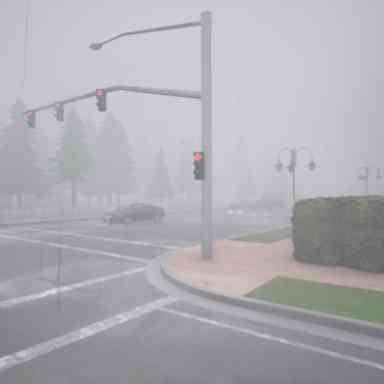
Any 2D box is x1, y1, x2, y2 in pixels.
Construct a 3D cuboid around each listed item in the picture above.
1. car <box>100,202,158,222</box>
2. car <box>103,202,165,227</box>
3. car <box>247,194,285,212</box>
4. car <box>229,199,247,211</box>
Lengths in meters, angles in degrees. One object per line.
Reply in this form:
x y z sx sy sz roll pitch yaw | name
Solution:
-5.192 1.607 27.954 1.812 1.442 4.674 0 0 38 | car
-4.039 1.557 23.809 2.128 1.511 4.902 0 0 38 | car
9.391 1.287 40.610 2.150 2.045 5.566 0 -1 39 | car
6.877 1.625 43.065 2.033 1.411 5.357 0 0 39 | car
